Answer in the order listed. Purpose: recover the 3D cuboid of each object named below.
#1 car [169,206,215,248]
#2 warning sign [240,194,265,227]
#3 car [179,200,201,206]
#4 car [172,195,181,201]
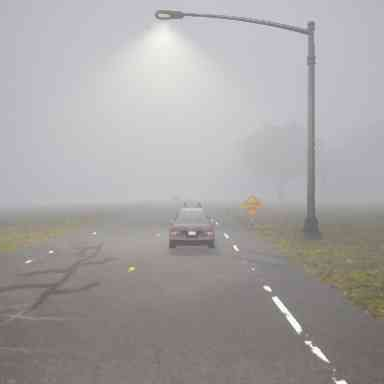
[{"bbox_3d":[0.000,1.552,14.646,2.033,1.411,5.357,0,0,0],"label":"car"},{"bbox_3d":[3.562,1.097,19.715,1.300,1.860,1.060,1,1,0],"label":"warning sign"},{"bbox_3d":[0.000,1.581,29.677,1.895,1.301,4.718,0,0,0],"label":"car"},{"bbox_3d":[-3.500,1.379,75.885,1.895,1.301,4.718,0,0,0],"label":"car"}]
